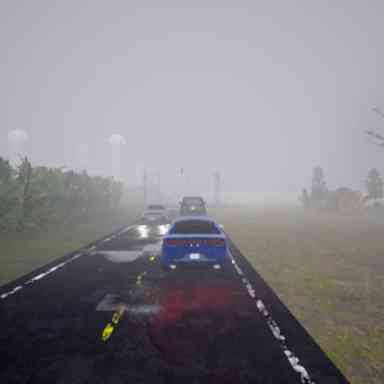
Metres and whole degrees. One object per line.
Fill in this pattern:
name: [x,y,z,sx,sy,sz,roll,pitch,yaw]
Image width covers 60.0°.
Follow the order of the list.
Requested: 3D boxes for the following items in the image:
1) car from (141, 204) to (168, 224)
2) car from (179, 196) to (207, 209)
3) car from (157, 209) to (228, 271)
car: [-2.846,1.665,26.140,1.812,1.442,4.674,0,0,0]
car: [0.082,1.374,28.318,2.150,2.045,5.566,0,0,0]
car: [0.084,1.535,11.116,1.882,1.535,5.008,0,0,0]
